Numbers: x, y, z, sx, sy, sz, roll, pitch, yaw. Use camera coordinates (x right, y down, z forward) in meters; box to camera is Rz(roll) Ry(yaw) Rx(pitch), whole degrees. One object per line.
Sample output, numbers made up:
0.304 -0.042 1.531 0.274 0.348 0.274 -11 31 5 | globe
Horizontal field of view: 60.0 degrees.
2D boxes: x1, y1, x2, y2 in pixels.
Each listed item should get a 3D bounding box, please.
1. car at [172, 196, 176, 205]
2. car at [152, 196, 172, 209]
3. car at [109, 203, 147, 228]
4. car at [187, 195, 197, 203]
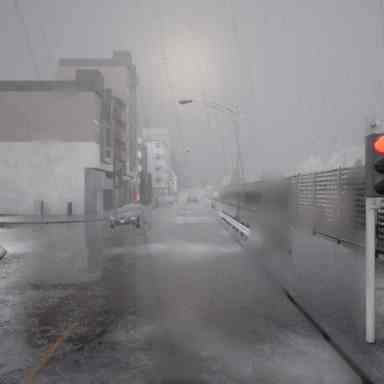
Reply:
-4.113 1.478 55.148 1.882 1.535 5.008 0 0 0 | car
-4.116 1.505 44.388 1.837 1.490 4.892 0 0 0 | car
-4.106 1.507 22.027 1.837 1.490 4.892 0 -1 0 | car
0.064 1.352 69.593 2.097 1.767 4.553 0 0 0 | car
